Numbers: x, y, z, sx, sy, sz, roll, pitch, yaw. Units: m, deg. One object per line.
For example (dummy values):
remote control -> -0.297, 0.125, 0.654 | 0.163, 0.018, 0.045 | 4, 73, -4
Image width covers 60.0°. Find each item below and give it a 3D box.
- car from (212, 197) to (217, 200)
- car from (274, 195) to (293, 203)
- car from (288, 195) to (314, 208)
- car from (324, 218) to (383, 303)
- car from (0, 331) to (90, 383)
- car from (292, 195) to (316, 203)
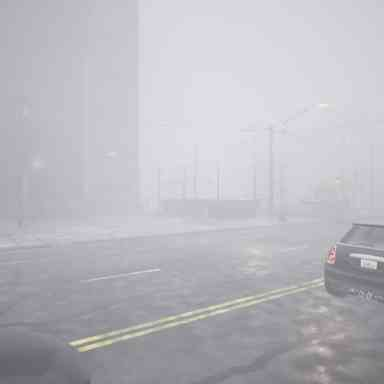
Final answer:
car -> 4.259, 1.575, 60.449 | 4.718, 1.301, 1.895 | 0, 0, -36
car -> 19.002, 1.452, 68.932 | 3.806, 1.475, 1.970 | 0, 0, -36
car -> 14.988, 1.254, 45.871 | 4.553, 1.767, 2.185 | 0, 0, -36
car -> 5.001, 1.352, 7.357 | 4.553, 1.767, 2.097 | 0, 0, -35
car -> -2.889, 1.526, 1.700 | 4.674, 1.442, 1.812 | 0, 0, -36
car -> 21.907, 1.420, 64.929 | 4.674, 1.452, 2.002 | 0, 0, -36
